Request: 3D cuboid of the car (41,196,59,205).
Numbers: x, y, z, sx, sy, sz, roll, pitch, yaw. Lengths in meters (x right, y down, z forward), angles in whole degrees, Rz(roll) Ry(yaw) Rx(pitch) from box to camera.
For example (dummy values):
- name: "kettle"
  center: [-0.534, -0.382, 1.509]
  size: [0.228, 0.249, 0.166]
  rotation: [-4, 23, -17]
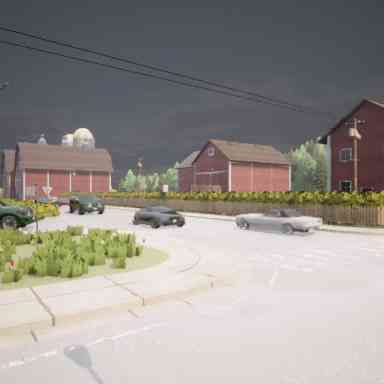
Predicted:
- name: "car"
  center: [-21.607, 1.493, 48.661]
  size: [2.128, 1.511, 4.902]
  rotation: [0, 0, -36]

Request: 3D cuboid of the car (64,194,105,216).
- name: "car"
  center: [-10.670, 1.221, 33.376]
  size: [2.150, 2.045, 5.566]
  rotation: [0, 0, -36]

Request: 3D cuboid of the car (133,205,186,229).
- name: "car"
  center: [-2.208, 1.564, 21.652]
  size: [1.994, 1.385, 4.181]
  rotation: [0, 0, -36]

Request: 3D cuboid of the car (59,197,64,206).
- name: "car"
  center: [-20.797, 1.564, 53.540]
  size: [1.994, 1.385, 4.181]
  rotation: [0, 0, -36]

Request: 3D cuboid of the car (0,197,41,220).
- name: "car"
  center: [-12.166, 1.221, 19.321]
  size: [5.566, 2.045, 2.150]
  rotation: [0, 0, -12]

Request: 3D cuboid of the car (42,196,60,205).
- name: "car"
  center: [-25.417, 1.478, 59.936]
  size: [1.882, 1.535, 5.008]
  rotation: [0, 0, -36]

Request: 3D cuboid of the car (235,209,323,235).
- name: "car"
  center: [4.714, 1.601, 18.832]
  size: [1.895, 1.301, 4.718]
  rotation: [0, 0, -42]

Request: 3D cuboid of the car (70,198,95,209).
- name: "car"
  center: [-15.097, 1.564, 45.735]
  size: [1.994, 1.385, 4.181]
  rotation: [0, 0, -35]
